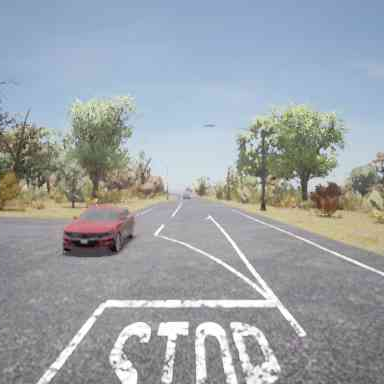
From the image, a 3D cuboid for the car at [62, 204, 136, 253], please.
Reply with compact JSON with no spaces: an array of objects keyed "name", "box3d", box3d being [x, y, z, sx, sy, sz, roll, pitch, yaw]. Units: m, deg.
[{"name":"car","box3d":[-3.505,1.286,13.317,1.882,1.535,5.008,1,1,0]}]
